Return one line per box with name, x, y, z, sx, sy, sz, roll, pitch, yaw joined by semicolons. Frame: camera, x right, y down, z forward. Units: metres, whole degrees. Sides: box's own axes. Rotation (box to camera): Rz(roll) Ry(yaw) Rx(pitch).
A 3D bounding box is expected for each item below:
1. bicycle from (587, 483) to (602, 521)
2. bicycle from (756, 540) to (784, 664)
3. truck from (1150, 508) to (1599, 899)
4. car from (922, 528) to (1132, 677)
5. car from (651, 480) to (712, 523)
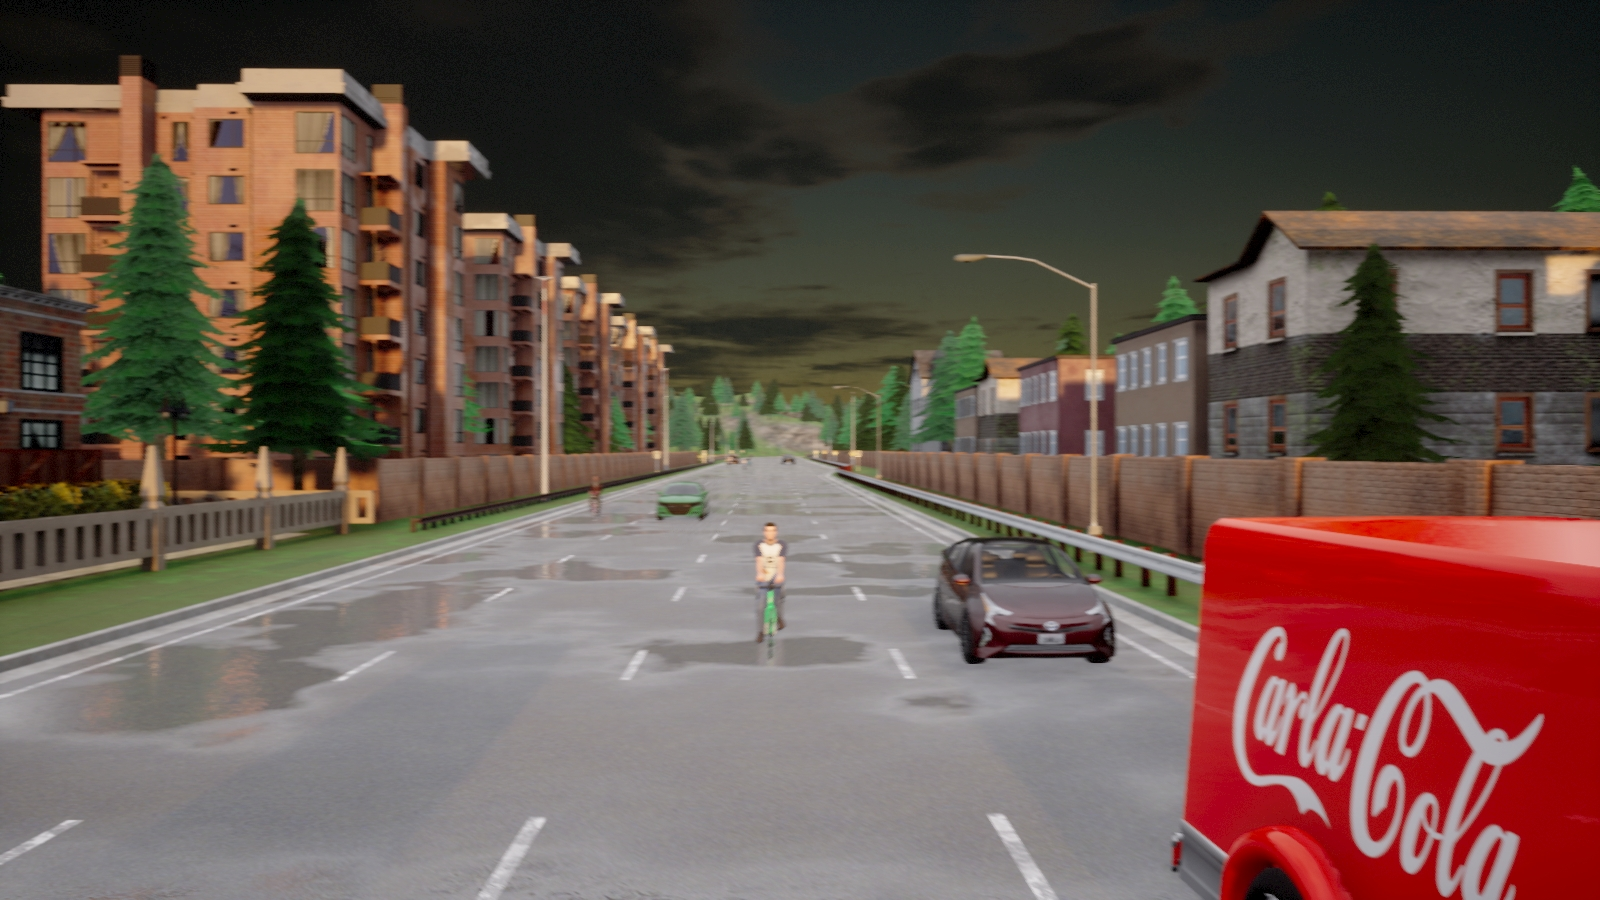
bicycle;-8.227;2.075;45.835;0.329;1.471;1.835;0;0;-1
bicycle;-0.409;2.056;15.777;0.373;1.496;1.643;0;0;-1
truck;3.370;1.563;3.871;2.627;2.467;5.204;0;0;-2
car;3.048;2.034;16.387;2.007;1.525;4.514;0;0;-2
car;-4.751;2.043;46.635;2.097;1.535;5.006;0;0;-2
